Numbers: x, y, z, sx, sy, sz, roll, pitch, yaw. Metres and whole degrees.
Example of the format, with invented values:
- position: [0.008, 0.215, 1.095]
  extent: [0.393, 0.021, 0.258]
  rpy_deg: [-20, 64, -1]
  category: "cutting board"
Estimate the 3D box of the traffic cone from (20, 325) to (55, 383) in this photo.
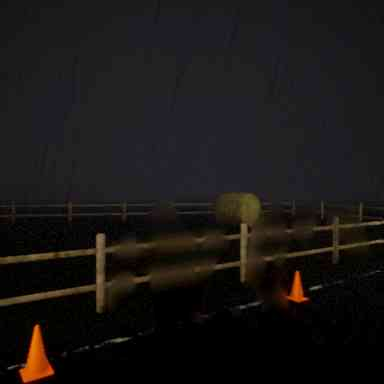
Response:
- position: [-1.922, 1.950, 4.132]
  extent: [0.340, 0.580, 0.340]
  rpy_deg: [0, 0, -35]
  category: "traffic cone"

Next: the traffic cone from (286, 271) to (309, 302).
- position: [2.220, 1.952, 7.002]
  extent: [0.340, 0.580, 0.340]
  rpy_deg: [0, 0, -34]
  category: "traffic cone"
